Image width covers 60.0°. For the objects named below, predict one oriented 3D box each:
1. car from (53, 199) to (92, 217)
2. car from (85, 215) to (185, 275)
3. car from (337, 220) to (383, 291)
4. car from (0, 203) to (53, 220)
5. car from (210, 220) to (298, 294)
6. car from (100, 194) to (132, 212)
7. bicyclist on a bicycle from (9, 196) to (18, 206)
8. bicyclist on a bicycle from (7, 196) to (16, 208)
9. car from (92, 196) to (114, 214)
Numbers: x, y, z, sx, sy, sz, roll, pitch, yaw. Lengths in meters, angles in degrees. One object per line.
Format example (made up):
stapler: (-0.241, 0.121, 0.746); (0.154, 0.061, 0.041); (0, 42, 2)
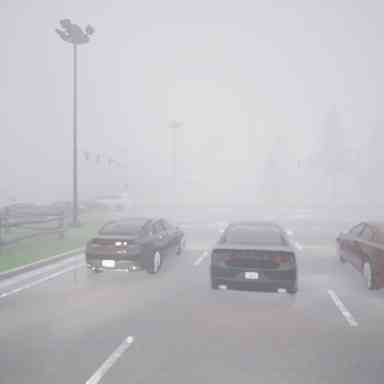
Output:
car: (-11.950, 1.515, 30.260); (4.674, 1.442, 1.812); (0, 0, -5)
car: (-1.548, 1.502, 10.569); (1.837, 1.490, 4.892); (0, 0, 12)
car: (5.241, 1.473, 8.825); (1.882, 1.535, 5.008); (0, 0, 12)
car: (-13.778, 1.556, 26.559); (4.181, 1.385, 1.994); (0, 0, -6)
car: (1.687, 1.474, 8.934); (1.882, 1.535, 5.008); (0, 0, 12)
car: (-9.575, 1.210, 37.474); (5.566, 2.045, 2.150); (0, 0, -4)
bicyclist on a bicycle: (-23.128, 1.288, 43.502); (0.582, 1.620, 1.656); (0, 0, -9)
bicyclist on a bicycle: (-23.568, 1.289, 43.433); (0.582, 1.620, 1.656); (0, 0, -9)
car: (-10.895, 1.466, 33.860); (5.008, 1.535, 1.882); (0, 0, -4)
